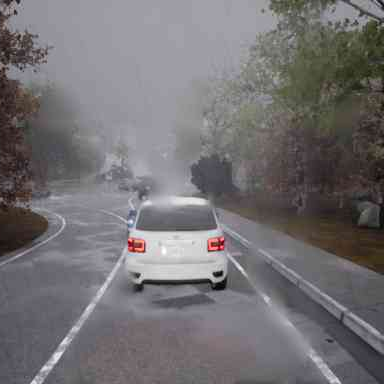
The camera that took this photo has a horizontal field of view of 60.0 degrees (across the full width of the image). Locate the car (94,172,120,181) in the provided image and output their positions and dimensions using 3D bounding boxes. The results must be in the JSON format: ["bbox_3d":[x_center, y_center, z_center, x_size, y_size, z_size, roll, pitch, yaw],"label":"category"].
[{"bbox_3d":[-18.936,-3.514,74.464,5.566,2.045,2.150,0,5,1],"label":"car"}]

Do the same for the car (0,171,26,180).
[{"bbox_3d":[-37.616,-3.322,69.396,2.150,2.045,5.566,4,5,38],"label":"car"}]

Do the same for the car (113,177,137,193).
[{"bbox_3d":[-7.539,-0.784,44.199,2.128,1.511,4.902,5,7,44],"label":"car"}]

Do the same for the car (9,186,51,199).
[{"bbox_3d":[-17.372,-0.009,35.611,4.181,1.385,1.994,-1,5,-7],"label":"car"}]

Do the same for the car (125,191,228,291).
[{"bbox_3d":[-0.394,1.137,8.973,2.150,2.045,5.566,0,1,-2],"label":"car"}]

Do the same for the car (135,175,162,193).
[{"bbox_3d":[-4.551,-0.423,36.591,2.150,2.045,5.566,0,5,-3],"label":"car"}]
